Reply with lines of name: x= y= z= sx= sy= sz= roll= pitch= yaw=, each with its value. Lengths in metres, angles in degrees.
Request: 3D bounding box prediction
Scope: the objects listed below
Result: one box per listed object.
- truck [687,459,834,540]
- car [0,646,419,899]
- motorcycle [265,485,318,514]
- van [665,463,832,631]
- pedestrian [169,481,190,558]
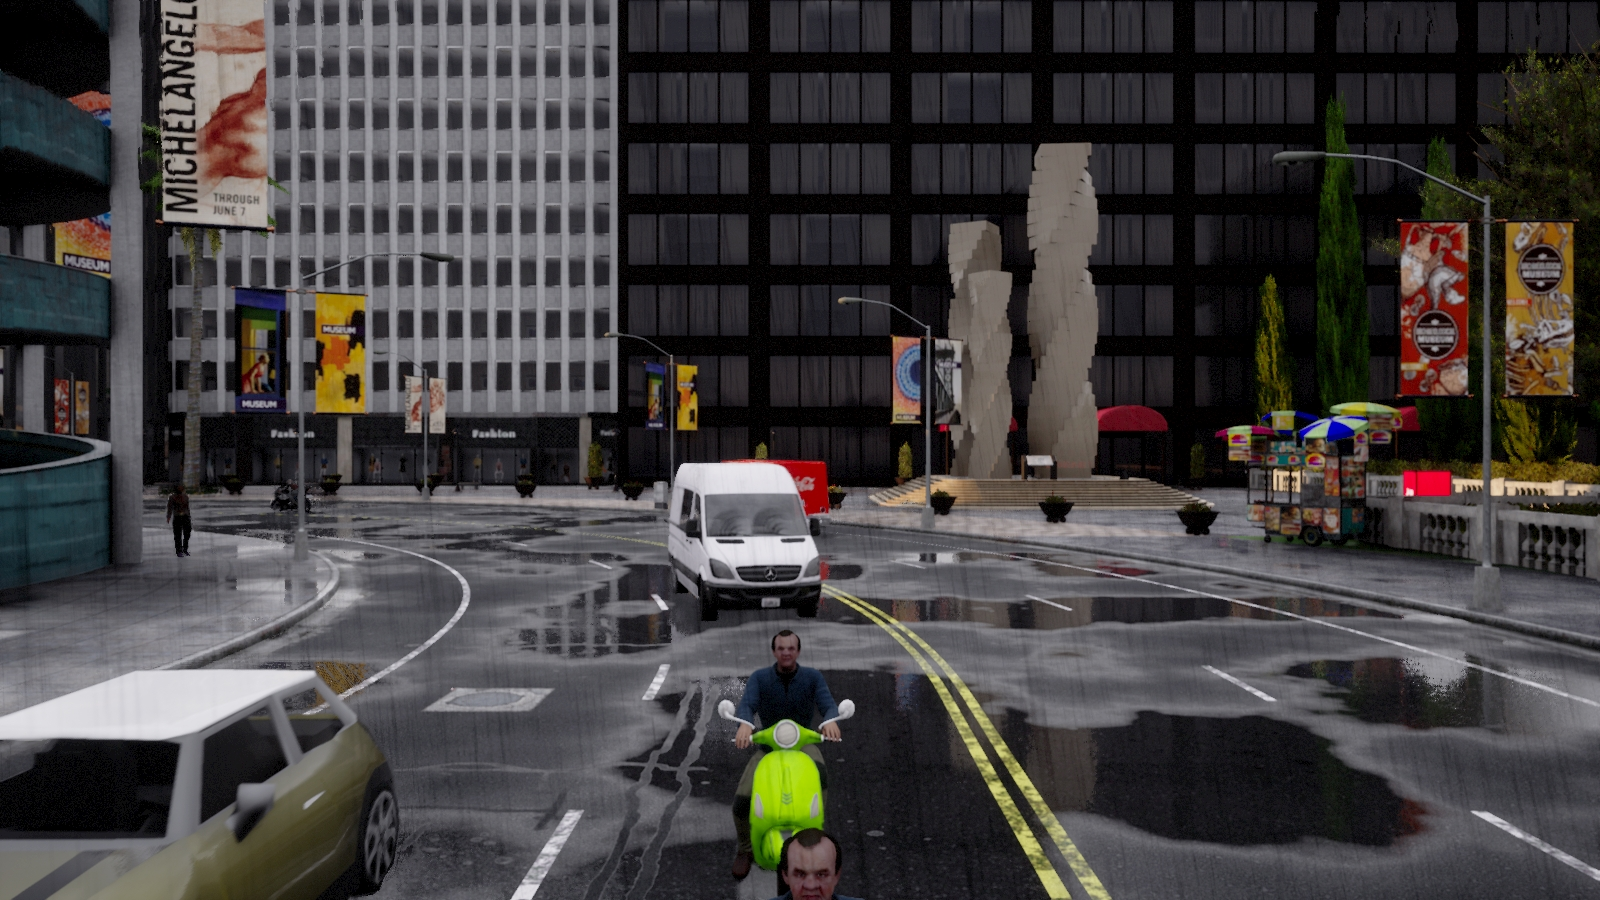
truck: x=-1.413 y=1.574 z=38.535 sx=2.627 sy=2.467 sz=5.204 roll=0 pitch=0 yaw=-33
car: x=-3.546 y=2.066 z=5.831 sx=1.970 sy=1.475 sz=3.806 roll=0 pitch=0 yaw=-1
motorcycle: x=-22.843 y=2.212 z=51.288 sx=2.209 sy=1.251 sz=0.867 roll=0 pitch=1 yaw=22
van: x=-1.133 y=1.539 z=20.878 sx=1.988 sy=2.561 sz=5.915 roll=0 pitch=0 yaw=-13
pedestrian: x=-15.203 y=1.700 z=28.009 sx=0.375 sy=1.860 sz=0.375 roll=0 pitch=0 yaw=-42
